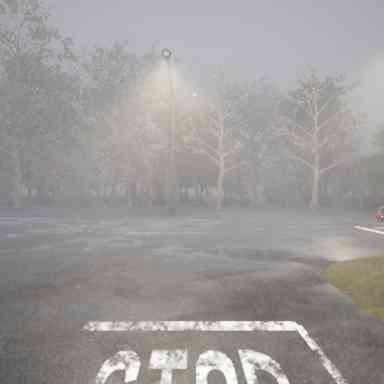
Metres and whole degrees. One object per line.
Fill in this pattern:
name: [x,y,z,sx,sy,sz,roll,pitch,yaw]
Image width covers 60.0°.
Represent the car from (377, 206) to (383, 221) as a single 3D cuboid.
car: [15.401,1.220,22.098,5.566,2.045,2.150,-1,1,0]
